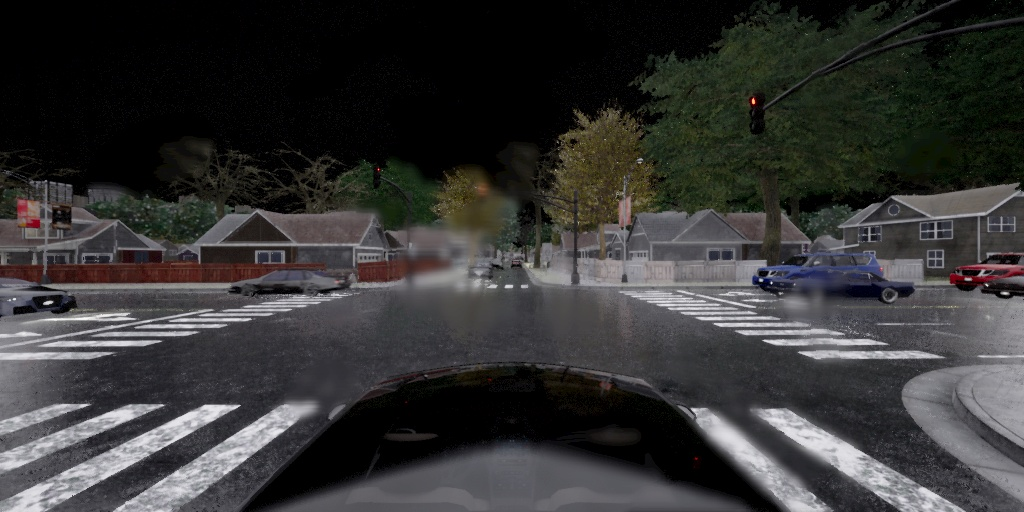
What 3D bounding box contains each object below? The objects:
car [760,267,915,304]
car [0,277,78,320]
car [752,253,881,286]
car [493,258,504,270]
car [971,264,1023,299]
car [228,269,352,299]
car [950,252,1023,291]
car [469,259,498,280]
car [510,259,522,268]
[{"bbox_3d":[13.557,1.260,15.045,4.718,1.301,1.895,0,0,1],"label":"car"},{"bbox_3d":[-17.589,1.410,12.112,4.181,1.385,1.994,0,0,1],"label":"car"},{"bbox_3d":[15.487,0.868,18.277,5.566,2.045,2.150,0,0,1],"label":"car"},{"bbox_3d":[-2.315,1.135,52.170,2.097,1.767,4.553,0,0,1],"label":"car"},{"bbox_3d":[23.207,1.153,14.888,5.357,1.411,2.033,0,0,1],"label":"car"},{"bbox_3d":[-11.109,1.350,18.209,5.357,1.411,2.033,0,0,-2],"label":"car"},{"bbox_3d":[25.853,0.811,18.091,5.566,2.045,2.150,0,0,1],"label":"car"},{"bbox_3d":[-2.613,1.253,31.482,2.128,1.511,4.902,0,0,0],"label":"car"},{"bbox_3d":[0.747,1.300,61.391,1.837,1.490,4.892,0,0,1],"label":"car"}]
